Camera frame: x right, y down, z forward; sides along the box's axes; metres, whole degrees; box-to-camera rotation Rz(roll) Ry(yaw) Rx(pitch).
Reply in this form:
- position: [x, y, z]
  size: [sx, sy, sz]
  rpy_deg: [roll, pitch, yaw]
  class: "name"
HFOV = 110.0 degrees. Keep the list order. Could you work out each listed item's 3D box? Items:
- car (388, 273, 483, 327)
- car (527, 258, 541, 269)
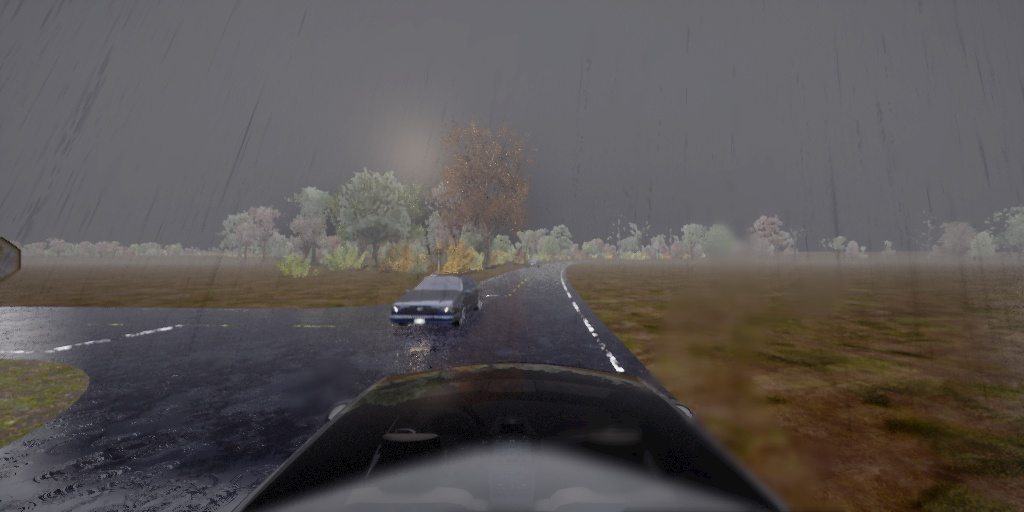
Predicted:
- position: [-2.174, 1.294, 11.896]
  size: [2.033, 1.411, 5.357]
  rpy_deg: [0, 0, 5]
  class: "car"
- position: [3.514, 1.108, 56.128]
  size: [2.128, 1.511, 4.902]
  rpy_deg: [0, 0, 10]
  class: "car"
